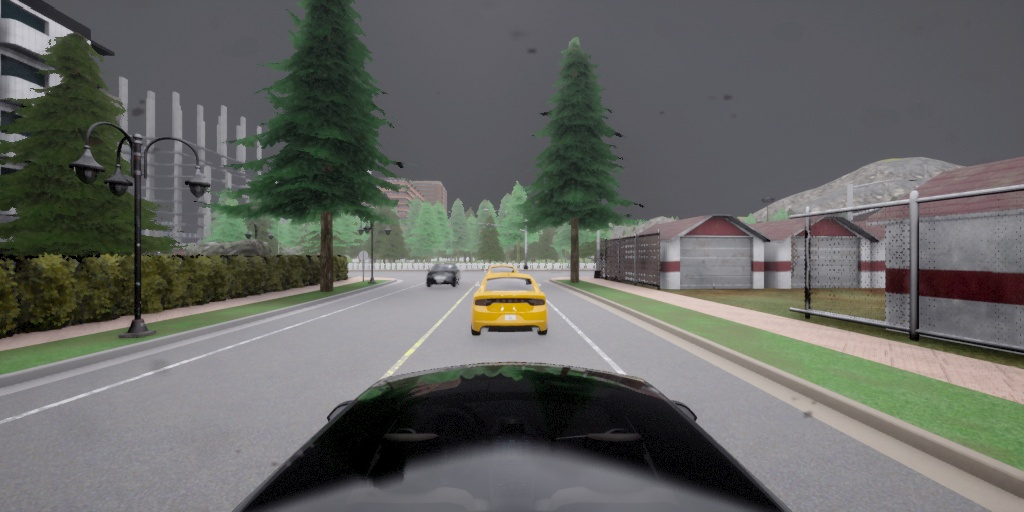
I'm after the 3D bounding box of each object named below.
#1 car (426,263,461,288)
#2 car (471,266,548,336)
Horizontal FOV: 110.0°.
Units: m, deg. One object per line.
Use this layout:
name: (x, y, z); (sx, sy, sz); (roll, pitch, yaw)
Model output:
car: (-4.465, 1.242, 23.758); (2.128, 1.511, 4.902); (0, 0, -4)
car: (-0.112, 1.228, 10.494); (1.882, 1.535, 5.008); (0, 0, -2)
